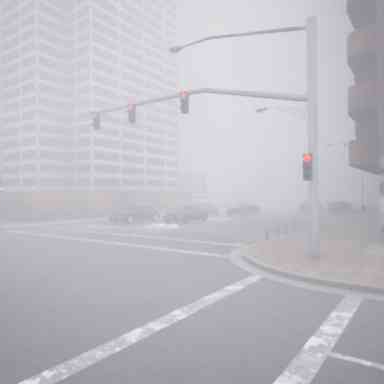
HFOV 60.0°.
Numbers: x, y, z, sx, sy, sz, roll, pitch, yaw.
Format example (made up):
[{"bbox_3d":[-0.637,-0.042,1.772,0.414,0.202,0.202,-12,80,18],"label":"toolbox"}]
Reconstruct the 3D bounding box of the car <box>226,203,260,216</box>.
[{"bbox_3d":[5.420,1.797,35.109,1.895,1.301,4.718,-1,-1,35],"label":"car"}]

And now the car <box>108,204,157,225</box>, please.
[{"bbox_3d":[-4.575,1.743,27.030,1.837,1.490,4.892,-1,-1,35],"label":"car"}]

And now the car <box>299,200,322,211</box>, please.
[{"bbox_3d":[15.151,1.715,42.565,1.994,1.385,4.181,-1,0,35],"label":"car"}]

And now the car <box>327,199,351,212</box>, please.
[{"bbox_3d":[17.781,1.586,40.185,1.882,1.535,5.008,-1,-1,35],"label":"car"}]

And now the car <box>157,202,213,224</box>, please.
[{"bbox_3d":[-0.465,1.759,26.784,1.994,1.385,4.181,-1,-1,35],"label":"car"}]

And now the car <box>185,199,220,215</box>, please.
[{"bbox_3d":[1.158,1.803,35.147,1.994,1.385,4.181,-1,-1,35],"label":"car"}]
